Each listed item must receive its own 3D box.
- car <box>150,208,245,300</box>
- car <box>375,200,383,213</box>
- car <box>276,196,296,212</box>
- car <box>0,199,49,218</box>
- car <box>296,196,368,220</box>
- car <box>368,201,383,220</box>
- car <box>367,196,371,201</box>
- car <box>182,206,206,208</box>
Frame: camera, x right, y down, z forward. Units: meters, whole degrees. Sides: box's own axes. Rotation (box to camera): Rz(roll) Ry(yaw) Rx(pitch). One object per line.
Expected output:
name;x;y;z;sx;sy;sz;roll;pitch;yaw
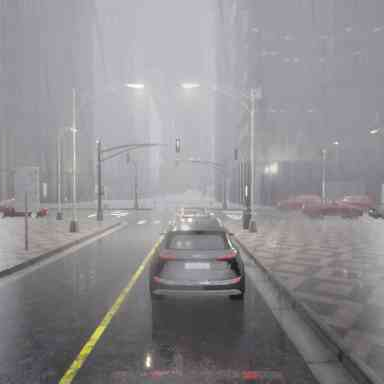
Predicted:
car;0.117;1.428;8.364;2.033;1.649;4.856;0;0;0
car;23.435;1.633;37.693;4.313;1.339;1.947;0;1;0
car;12.151;1.325;37.669;5.009;1.841;2.192;0;1;0
car;-14.886;1.567;29.099;4.507;1.381;1.887;0;1;0
car;12.156;1.463;29.146;5.009;1.841;2.192;0;1;0
car;17.798;1.742;29.159;4.313;1.339;1.947;0;1;0
car;17.794;1.353;37.680;5.009;1.841;2.192;0;1;0
car;0.116;1.507;17.451;1.837;1.490;4.892;0;0;0
